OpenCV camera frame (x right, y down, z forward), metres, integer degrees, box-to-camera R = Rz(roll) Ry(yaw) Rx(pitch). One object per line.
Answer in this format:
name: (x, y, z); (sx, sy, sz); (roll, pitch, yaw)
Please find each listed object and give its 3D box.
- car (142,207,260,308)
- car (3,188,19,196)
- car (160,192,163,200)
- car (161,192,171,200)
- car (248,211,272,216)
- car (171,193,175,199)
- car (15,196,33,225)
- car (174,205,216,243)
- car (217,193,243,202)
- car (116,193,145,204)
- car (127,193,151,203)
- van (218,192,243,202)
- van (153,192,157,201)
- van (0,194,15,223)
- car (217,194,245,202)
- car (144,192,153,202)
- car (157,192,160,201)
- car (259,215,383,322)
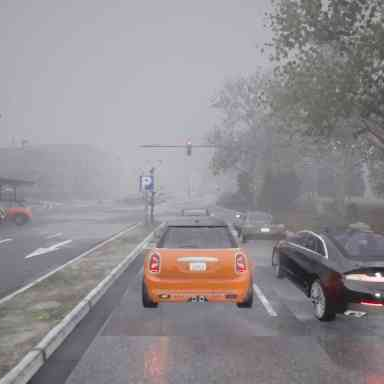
car: (0.104, 1.363, 8.121); (2.097, 1.767, 4.553); (0, 0, 0)
car: (-28.214, 0.136, 51.878); (2.002, 1.452, 4.674); (6, -3, -19)
car: (-9.711, 1.358, 75.978); (4.674, 1.452, 2.002); (-1, 0, -13)
car: (-8.532, 1.356, 84.963); (4.674, 1.452, 2.002); (-1, 0, -12)
car: (3.145, 1.587, 16.157); (1.994, 1.385, 4.181); (0, 0, 1)
car: (-8.085, 1.064, 87.969); (5.566, 2.045, 2.435); (-1, 0, -12)
car: (-13.649, 1.402, 23.217); (4.553, 1.767, 2.185); (-1, 0, -19)
car: (0.154, 1.531, 17.207); (1.837, 1.490, 4.892); (0, 0, 1)
car: (7.604, 1.140, 66.608); (4.553, 1.767, 2.185); (1, 0, -14)
car: (-11.502, 1.357, 61.026); (4.792, 1.488, 2.163); (-1, 0, -15)
car: (-10.769, 1.195, 66.970); (4.553, 1.767, 2.185); (-1, 0, -14)
van: (7.224, 1.041, 63.638); (4.442, 1.987, 1.878); (1, 0, -14)
van: (-10.306, 1.092, 70.011); (4.442, 1.987, 1.878); (-1, 0, -14)
van: (-13.622, 1.296, 20.240); (4.442, 1.987, 1.878); (-1, 0, -20)
car: (8.138, 1.262, 69.602); (5.366, 1.575, 1.946); (1, 0, -13)
car: (-10.860, 1.314, 64.018); (5.366, 1.575, 1.946); (-1, 0, -15)
car: (-10.081, 1.320, 72.982); (4.892, 1.521, 2.231); (-1, 0, -14)
car: (3.102, 1.501, 7.245); (2.128, 1.511, 4.902); (0, 0, 0)
